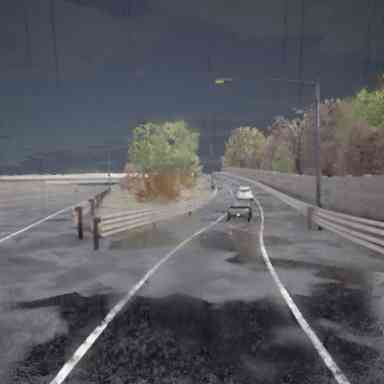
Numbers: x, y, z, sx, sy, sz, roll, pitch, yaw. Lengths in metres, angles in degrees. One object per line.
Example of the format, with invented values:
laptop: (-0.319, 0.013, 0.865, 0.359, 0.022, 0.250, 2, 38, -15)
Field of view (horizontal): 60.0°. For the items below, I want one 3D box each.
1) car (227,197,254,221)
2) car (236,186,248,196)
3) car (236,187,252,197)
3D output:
car: (3.942, 1.480, 27.105, 2.128, 1.511, 4.902, -1, 1, 12)
car: (9.230, -0.149, 61.473, 1.812, 1.442, 4.674, -1, 4, 5)
car: (8.034, 0.276, 51.080, 2.150, 2.045, 5.566, -1, 3, 7)
